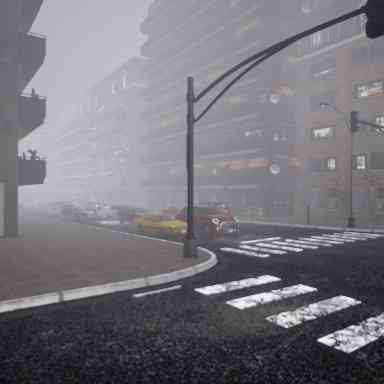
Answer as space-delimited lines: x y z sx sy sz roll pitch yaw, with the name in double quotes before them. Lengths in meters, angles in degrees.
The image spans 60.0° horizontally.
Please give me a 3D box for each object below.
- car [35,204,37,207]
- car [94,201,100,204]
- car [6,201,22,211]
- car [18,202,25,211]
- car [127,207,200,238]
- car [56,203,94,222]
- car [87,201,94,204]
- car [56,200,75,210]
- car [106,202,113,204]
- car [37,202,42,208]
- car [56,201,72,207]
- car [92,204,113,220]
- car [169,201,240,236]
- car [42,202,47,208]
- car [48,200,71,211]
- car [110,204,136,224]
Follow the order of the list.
"car" -38.538 3.194 84.560 1.947 1.339 4.313 -1 0 -36
"car" -12.444 2.319 49.516 1.801 1.575 5.366 0 -1 -36
"car" -35.274 2.653 65.858 2.192 1.841 5.009 -1 0 -36
"car" -31.939 2.783 61.277 1.887 1.381 4.507 -1 0 -36
"car" -1.867 1.848 19.909 1.752 1.417 4.829 -1 0 -36
"car" -11.957 2.178 33.790 1.887 1.381 4.507 -1 0 -36
"car" -16.462 2.336 54.980 2.097 1.767 4.553 0 -1 -36
"car" -25.228 2.551 66.233 2.192 1.841 5.009 -1 0 -36
"car" -8.494 2.173 38.895 1.837 1.490 4.892 0 -1 -36
"car" -35.213 3.076 79.977 1.887 1.381 4.507 -1 0 -36
"car" -16.180 2.351 44.094 1.812 1.442 4.674 0 -1 -36
"car" -10.312 2.247 35.964 1.895 1.301 4.718 0 -1 -36
"car" 0.862 1.655 20.595 2.097 1.767 4.553 0 -1 -36
"car" -31.882 2.999 75.395 1.947 1.339 4.313 -1 0 -36
"car" -23.789 2.485 59.935 2.097 1.767 4.553 0 -1 -36
"car" -4.720 2.023 28.260 2.033 1.411 5.357 0 -1 -36
